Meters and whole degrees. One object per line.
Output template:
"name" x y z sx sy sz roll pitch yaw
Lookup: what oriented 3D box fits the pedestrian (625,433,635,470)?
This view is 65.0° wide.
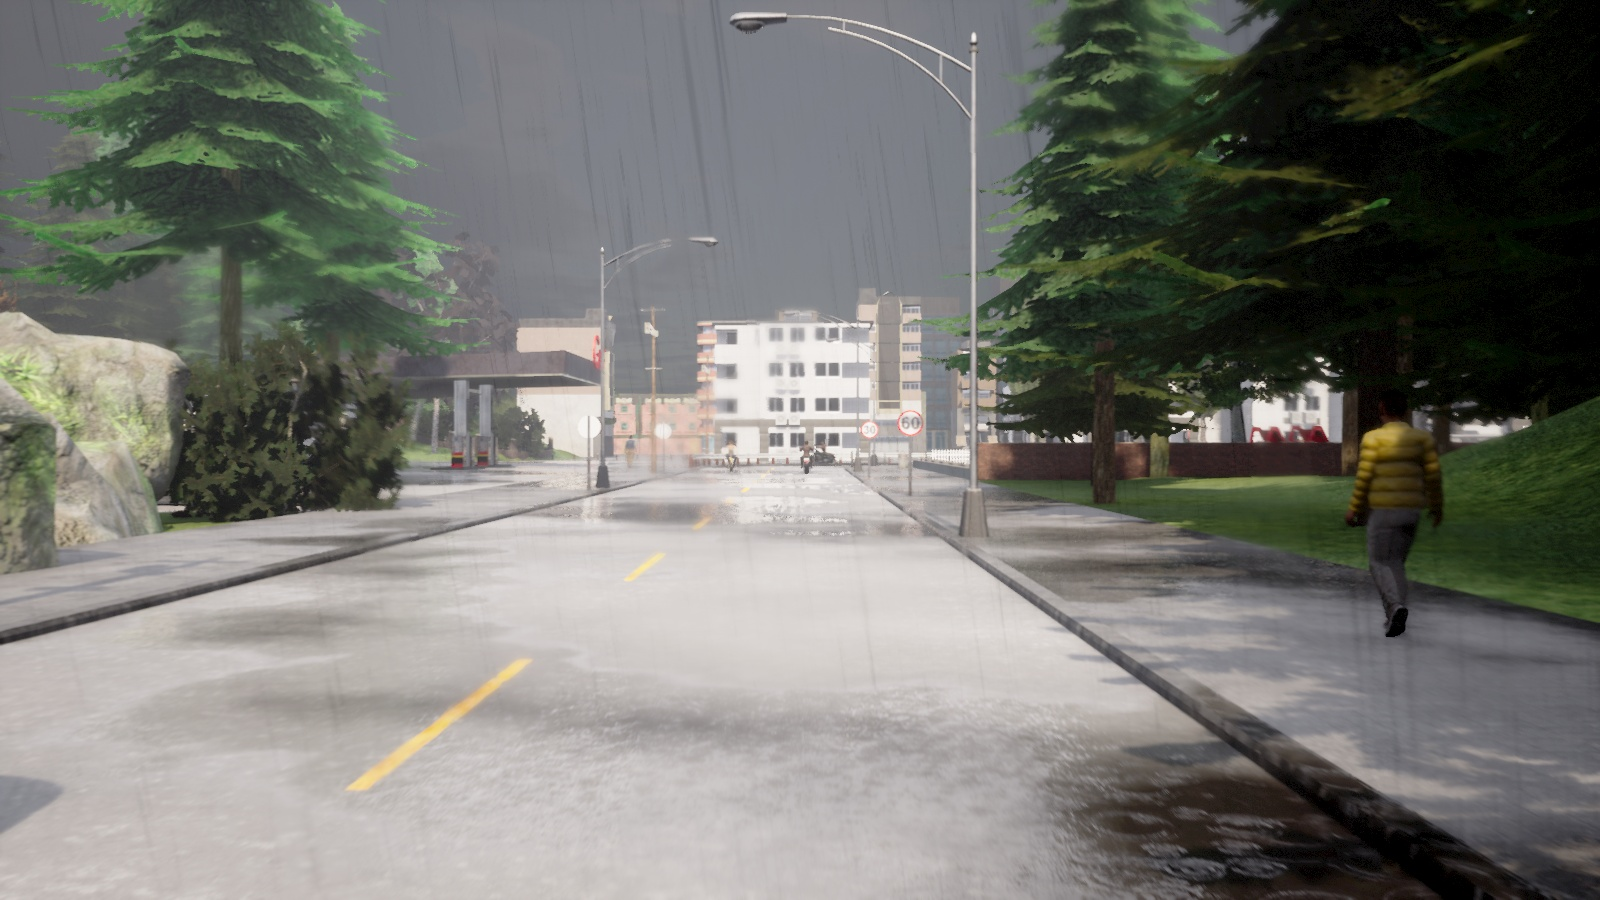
"pedestrian" -9.137 0.069 67.462 0.423 1.949 0.788 0 0 -13

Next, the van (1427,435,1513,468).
"van" 41.904 0.090 78.559 4.442 1.987 1.775 0 0 0

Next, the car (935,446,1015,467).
"car" 10.972 0.412 78.793 4.718 1.301 1.895 0 0 -3

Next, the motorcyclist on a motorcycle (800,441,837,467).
"motorcyclist on a motorcycle" 1.206 0.248 80.146 2.350 1.649 0.766 0 2 -34

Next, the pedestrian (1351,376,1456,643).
"pedestrian" 4.320 0.409 9.017 0.431 1.840 0.709 0 0 3
